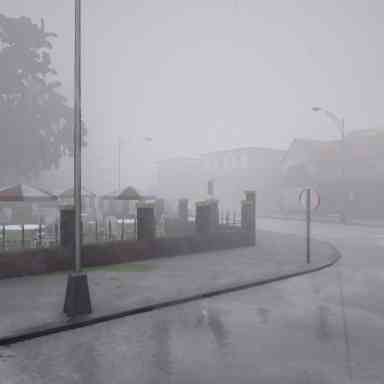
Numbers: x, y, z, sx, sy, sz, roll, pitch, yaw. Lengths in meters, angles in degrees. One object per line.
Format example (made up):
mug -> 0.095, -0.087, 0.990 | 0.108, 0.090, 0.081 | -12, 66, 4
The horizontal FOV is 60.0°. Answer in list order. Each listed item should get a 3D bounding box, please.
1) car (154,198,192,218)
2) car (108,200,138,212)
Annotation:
car -> -1.965, 1.352, 30.252 | 2.097, 1.767, 4.553 | 0, 0, -36
car -> -8.166, 1.219, 38.946 | 2.150, 2.045, 5.566 | 0, 0, -35
